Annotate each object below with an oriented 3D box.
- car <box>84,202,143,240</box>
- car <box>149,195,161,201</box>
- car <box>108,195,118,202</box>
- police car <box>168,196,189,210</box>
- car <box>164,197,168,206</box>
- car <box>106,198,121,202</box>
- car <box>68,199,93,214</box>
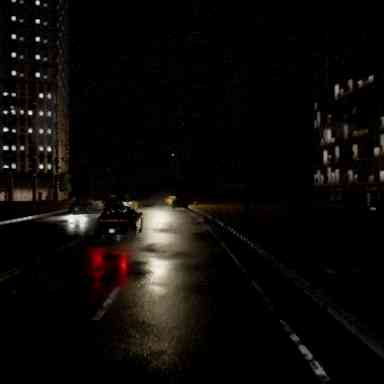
[{"bbox_3d":[-3.638,1.480,17.000,2.128,1.511,4.902,0,0,-3],"label":"car"},{"bbox_3d":[-7.859,1.353,75.460,2.033,1.411,5.357,0,0,-12],"label":"car"},{"bbox_3d":[-18.107,1.436,76.422,2.128,1.511,4.902,0,0,-12],"label":"car"},{"bbox_3d":[-1.587,1.396,42.635,1.930,1.638,5.238,0,0,-7],"label":"police car"},{"bbox_3d":[-2.922,1.422,52.787,1.801,1.575,5.366,0,0,-8],"label":"car"},{"bbox_3d":[-8.507,1.486,35.895,1.837,1.490,4.892,0,0,-6],"label":"car"},{"bbox_3d":[-11.731,1.475,35.464,2.128,1.511,4.902,0,0,-6],"label":"car"}]
